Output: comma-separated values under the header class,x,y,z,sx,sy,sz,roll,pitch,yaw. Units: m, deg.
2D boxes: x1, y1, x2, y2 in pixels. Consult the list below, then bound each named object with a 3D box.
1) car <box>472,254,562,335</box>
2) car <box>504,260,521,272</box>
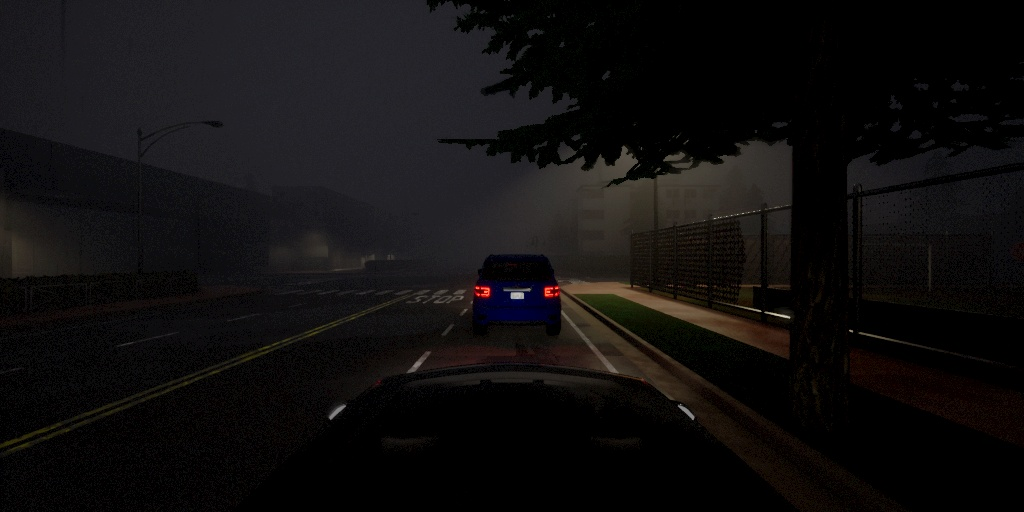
class,x,y,z,sx,sy,sz,roll,pitch,yaw
car,0.125,0.972,10.609,2.150,2.045,5.566,0,0,0
car,0.068,1.242,46.453,2.128,1.511,4.902,0,0,-1
